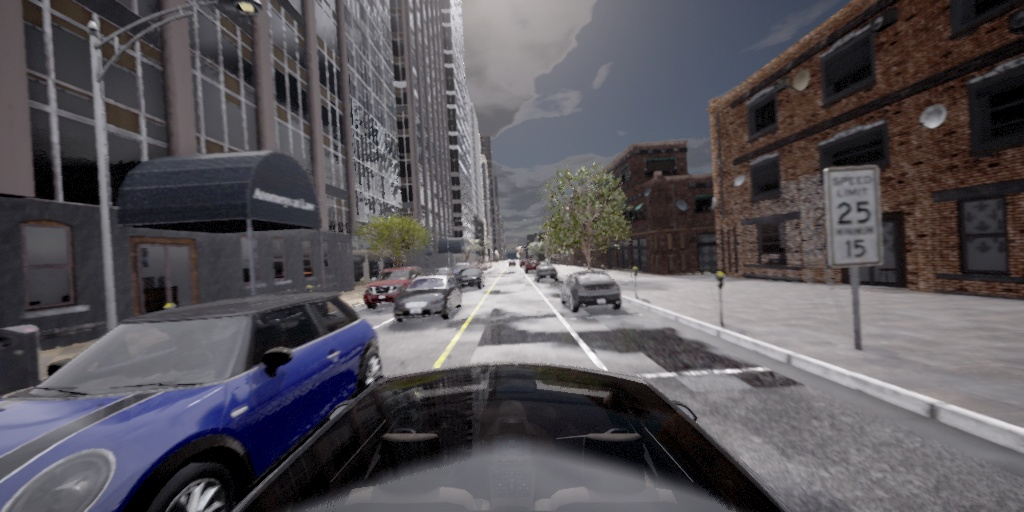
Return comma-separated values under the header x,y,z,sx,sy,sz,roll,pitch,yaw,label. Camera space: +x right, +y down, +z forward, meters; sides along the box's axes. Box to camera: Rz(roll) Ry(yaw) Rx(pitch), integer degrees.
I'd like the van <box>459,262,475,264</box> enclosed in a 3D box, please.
x,y,z,sx,sy,sz,roll,pitch,yaw,label
-5.592,1.720,41.282,1.690,1.789,3.998,0,0,0,van

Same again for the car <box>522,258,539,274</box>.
x,y,z,sx,sy,sz,roll,pitch,yaw,label
2.780,1.252,46.804,2.192,1.841,5.009,0,0,0,car

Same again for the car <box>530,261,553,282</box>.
x,y,z,sx,sy,sz,roll,pitch,yaw,label
2.776,1.351,29.465,2.007,1.370,4.403,0,0,0,car

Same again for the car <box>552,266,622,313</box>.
x,y,z,sx,sy,sz,roll,pitch,yaw,label
2.880,1.220,13.597,2.007,1.370,4.403,0,0,0,car

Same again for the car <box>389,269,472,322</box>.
x,y,z,sx,sy,sz,roll,pitch,yaw,label
-3.070,1.507,13.909,2.128,1.511,4.902,-3,0,0,car

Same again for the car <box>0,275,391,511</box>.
x,y,z,sx,sy,sz,roll,pitch,yaw,label
-3.094,1.288,3.701,2.097,1.767,4.553,-3,0,0,car

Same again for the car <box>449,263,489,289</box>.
x,y,z,sx,sy,sz,roll,pitch,yaw,label
-3.050,1.590,26.294,1.882,1.535,5.008,-3,-1,0,car

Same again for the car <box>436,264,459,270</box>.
x,y,z,sx,sy,sz,roll,pitch,yaw,label
-5.614,1.727,29.485,1.967,1.591,4.097,0,0,0,car

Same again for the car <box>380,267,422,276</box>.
x,y,z,sx,sy,sz,roll,pitch,yaw,label
-5.714,1.520,18.416,2.192,1.841,5.009,0,0,0,car
